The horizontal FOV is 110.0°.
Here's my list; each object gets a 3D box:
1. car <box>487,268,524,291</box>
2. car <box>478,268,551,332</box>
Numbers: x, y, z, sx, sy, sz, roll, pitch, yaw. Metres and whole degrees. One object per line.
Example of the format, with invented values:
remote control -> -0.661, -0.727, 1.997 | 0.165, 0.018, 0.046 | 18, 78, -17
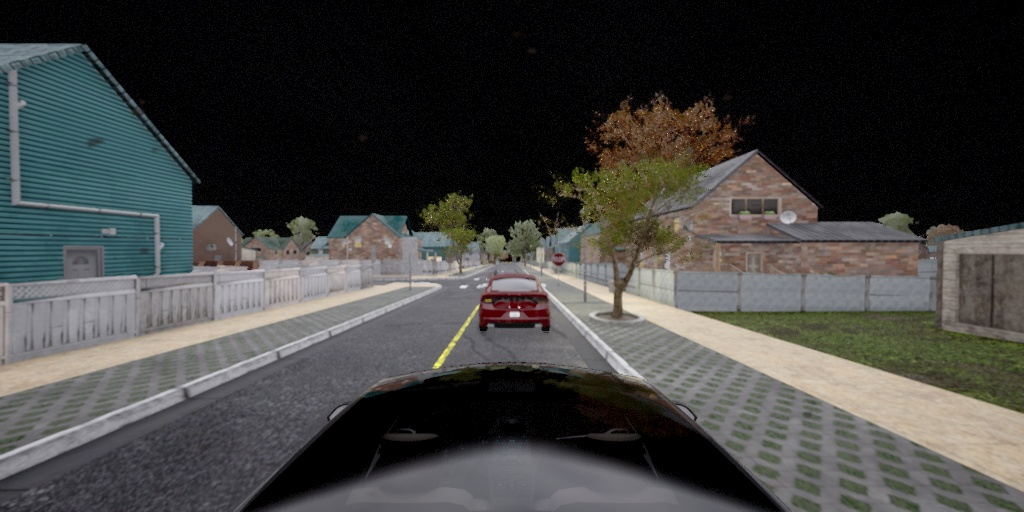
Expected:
car -> -0.571, 1.489, 24.123 | 1.895, 1.301, 4.718 | 0, 0, -8
car -> 0.077, 1.284, 11.117 | 1.882, 1.535, 5.008 | 0, -1, 0
